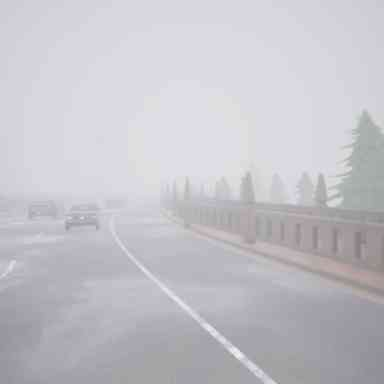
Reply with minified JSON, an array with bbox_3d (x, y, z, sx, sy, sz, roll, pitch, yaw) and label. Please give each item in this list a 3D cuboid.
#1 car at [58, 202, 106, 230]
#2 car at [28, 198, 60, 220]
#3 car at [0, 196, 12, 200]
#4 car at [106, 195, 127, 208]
[{"bbox_3d":[-6.293,1.337,19.572,2.033,1.411,5.357,-1,1,-14],"label":"car"},{"bbox_3d":[-11.118,1.238,25.722,2.128,1.511,4.902,-1,1,-10],"label":"car"},{"bbox_3d":[-22.986,1.198,39.142,1.837,1.490,4.892,-1,0,0],"label":"car"},{"bbox_3d":[-8.814,1.067,38.783,1.812,1.442,4.674,-1,1,-1],"label":"car"}]
